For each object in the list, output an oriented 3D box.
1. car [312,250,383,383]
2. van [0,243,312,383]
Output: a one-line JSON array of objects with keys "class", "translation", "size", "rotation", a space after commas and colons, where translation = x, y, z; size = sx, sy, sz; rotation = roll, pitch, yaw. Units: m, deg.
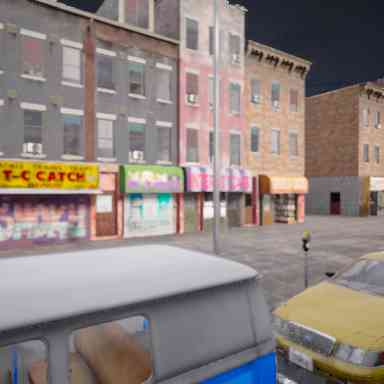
[{"class": "car", "translation": [3.166, 1.507, 5.030], "size": [4.829, 1.417, 1.752], "rotation": [0, 0, -35]}, {"class": "van", "translation": [-1.291, 1.335, 1.907], "size": [3.998, 1.788, 1.690], "rotation": [0, 0, -35]}]
